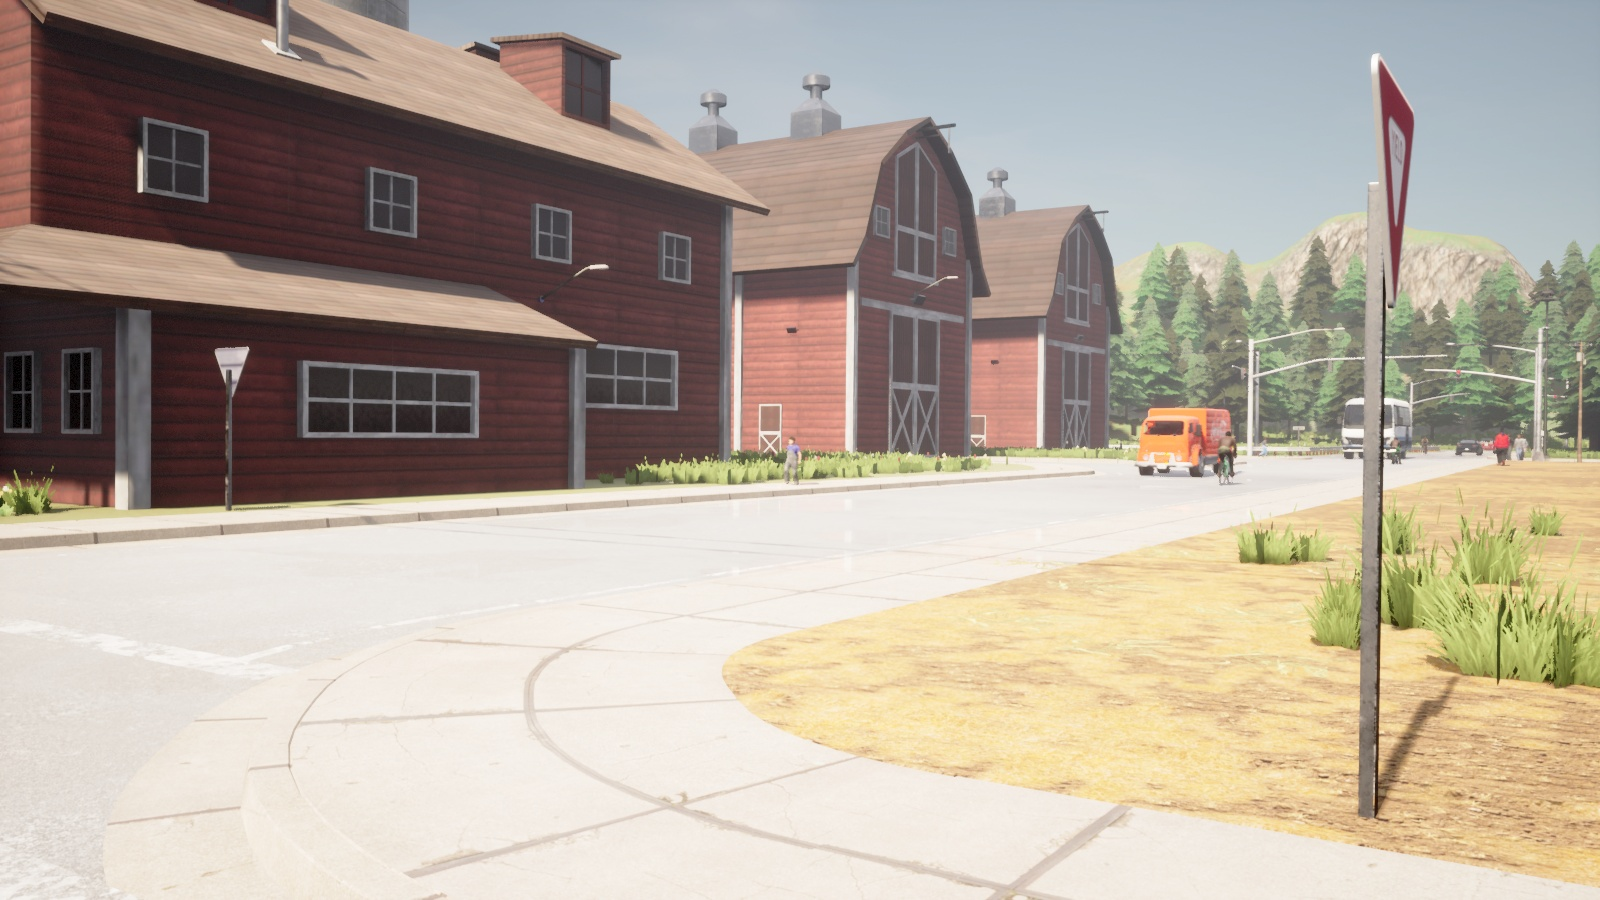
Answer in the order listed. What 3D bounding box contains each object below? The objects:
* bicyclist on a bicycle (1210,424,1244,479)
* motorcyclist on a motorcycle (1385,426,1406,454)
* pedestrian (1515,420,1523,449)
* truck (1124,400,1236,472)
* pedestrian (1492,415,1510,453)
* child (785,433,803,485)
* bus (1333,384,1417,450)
[{"bbox_3d":[12.813,0.026,37.634,0.582,1.620,1.656,0,1,32],"label":"bicyclist on a bicycle"},{"bbox_3d":[32.924,-0.566,69.447,0.797,1.523,2.044,0,1,32],"label":"motorcyclist on a motorcycle"},{"bbox_3d":[45.858,-0.985,80.094,0.354,1.836,0.706,0,1,38],"label":"pedestrian"},{"bbox_3d":[14.033,-0.553,46.107,2.627,2.467,5.204,0,2,32],"label":"truck"},{"bbox_3d":[34.114,-0.785,61.126,0.634,1.844,0.899,0,1,20],"label":"pedestrian"},{"bbox_3d":[-0.156,0.224,30.924,0.270,1.263,0.437,0,1,26],"label":"child"},{"bbox_3d":[40.028,-2.216,87.239,3.944,4.253,10.273,0,1,32],"label":"bus"}]
